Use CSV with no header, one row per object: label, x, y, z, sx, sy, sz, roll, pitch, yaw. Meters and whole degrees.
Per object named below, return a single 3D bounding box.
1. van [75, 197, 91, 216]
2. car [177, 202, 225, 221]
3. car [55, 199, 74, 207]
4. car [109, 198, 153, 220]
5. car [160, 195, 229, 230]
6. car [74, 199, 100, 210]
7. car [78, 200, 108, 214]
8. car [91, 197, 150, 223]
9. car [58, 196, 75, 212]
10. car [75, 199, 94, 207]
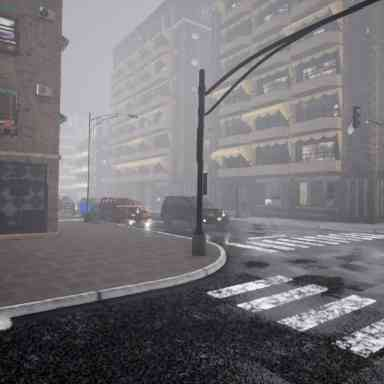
van,-8.815,1.355,29.980,1.690,1.788,3.998,1,-1,-35
car,0.735,1.686,30.141,1.752,1.417,4.829,1,-1,-35
car,-22.539,1.848,58.613,1.895,1.301,4.718,1,-1,-36
car,-5.564,1.410,29.672,2.097,1.767,4.553,1,-1,-35
car,0.010,1.249,21.827,2.150,2.045,5.566,1,-1,-36
car,-15.367,1.745,48.531,2.033,1.411,5.357,1,-1,-35
car,-11.301,1.657,37.755,1.994,1.385,4.181,1,-1,-35
car,-5.583,1.310,25.437,2.192,1.841,5.009,1,-1,-35
car,-15.279,1.369,39.068,2.192,1.841,5.009,1,-1,-35
car,-18.557,1.867,57.262,1.802,1.307,4.206,1,-1,-35
